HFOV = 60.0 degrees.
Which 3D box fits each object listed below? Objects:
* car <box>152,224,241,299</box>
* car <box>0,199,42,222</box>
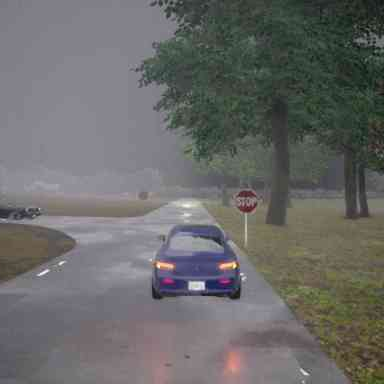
[{"bbox_3d":[0.089,1.529,8.305,1.812,1.442,4.674,0,0,0],"label":"car"},{"bbox_3d":[-11.937,1.069,20.716,4.718,1.301,1.895,3,-1,4],"label":"car"}]
